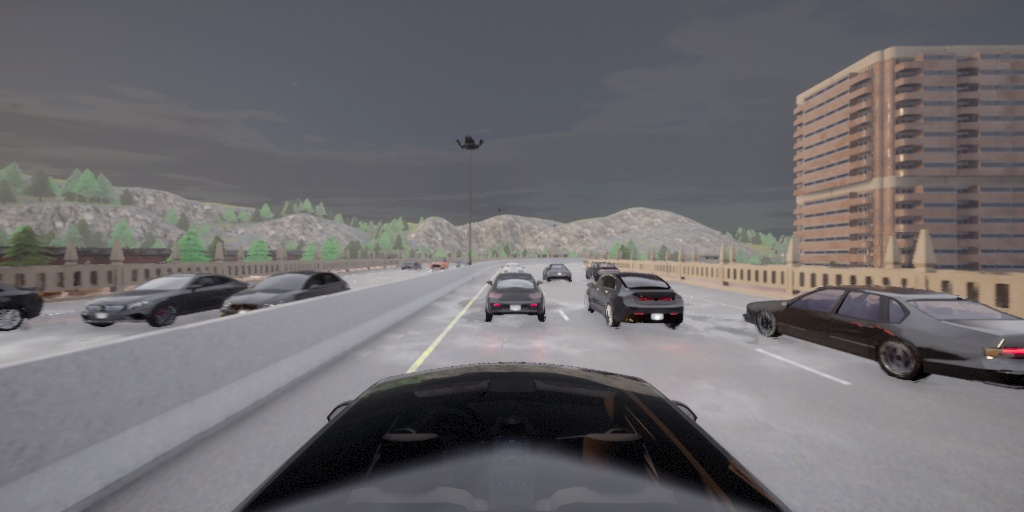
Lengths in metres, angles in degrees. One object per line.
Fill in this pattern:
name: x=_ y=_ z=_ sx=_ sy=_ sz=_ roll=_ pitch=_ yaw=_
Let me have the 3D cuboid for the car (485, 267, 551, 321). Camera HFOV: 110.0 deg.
car: x=0.098 y=1.278 z=12.323 sx=1.812 sy=1.442 sz=4.674 roll=0 pitch=0 yaw=0

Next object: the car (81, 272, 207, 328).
car: x=-10.591 y=1.277 z=11.576 sx=1.812 sy=1.442 sz=4.674 roll=0 pitch=0 yaw=0

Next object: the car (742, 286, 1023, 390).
car: x=7.098 y=1.299 z=7.117 sx=2.033 sy=1.411 sz=5.357 roll=0 pitch=0 yaw=0

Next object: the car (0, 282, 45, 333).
car: x=-14.102 y=1.255 z=7.981 sx=1.837 sy=1.490 sz=4.892 roll=0 pitch=0 yaw=0

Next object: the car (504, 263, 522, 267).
car: x=0.080 y=1.281 z=29.589 sx=1.812 sy=1.442 sz=4.674 roll=0 pitch=0 yaw=0

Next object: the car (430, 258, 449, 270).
car: x=-10.570 y=1.112 z=52.365 sx=2.097 sy=1.767 sz=4.553 roll=0 pitch=0 yaw=0

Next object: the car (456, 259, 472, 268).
car: x=-7.058 y=1.251 z=53.383 sx=2.128 sy=1.511 sz=4.902 roll=0 pitch=0 yaw=1

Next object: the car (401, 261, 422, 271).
car: x=-14.071 y=1.323 z=50.178 sx=1.994 sy=1.385 sz=4.181 roll=0 pitch=0 yaw=0

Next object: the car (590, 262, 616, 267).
car: x=7.094 y=1.247 z=28.380 sx=2.128 sy=1.511 sz=4.902 roll=0 pitch=0 yaw=0

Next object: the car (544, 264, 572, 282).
car: x=3.593 y=1.319 z=29.075 sx=1.994 sy=1.385 sz=4.181 roll=0 pitch=0 yaw=0

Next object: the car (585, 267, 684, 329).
car: x=3.597 y=1.257 z=11.291 sx=1.837 sy=1.490 sz=4.892 roll=0 pitch=0 yaw=0

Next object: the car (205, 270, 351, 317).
car: x=-7.103 y=1.256 z=11.877 sx=1.837 sy=1.490 sz=4.892 roll=0 pitch=0 yaw=0
